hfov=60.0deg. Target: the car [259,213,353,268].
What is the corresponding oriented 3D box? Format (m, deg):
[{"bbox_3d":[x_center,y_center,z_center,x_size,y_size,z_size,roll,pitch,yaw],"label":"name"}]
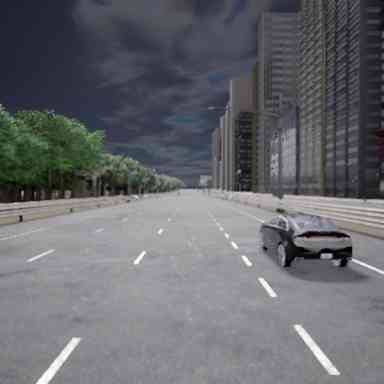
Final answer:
[{"bbox_3d":[3.511,1.456,11.105,2.128,1.511,4.902,0,0,0],"label":"car"}]
